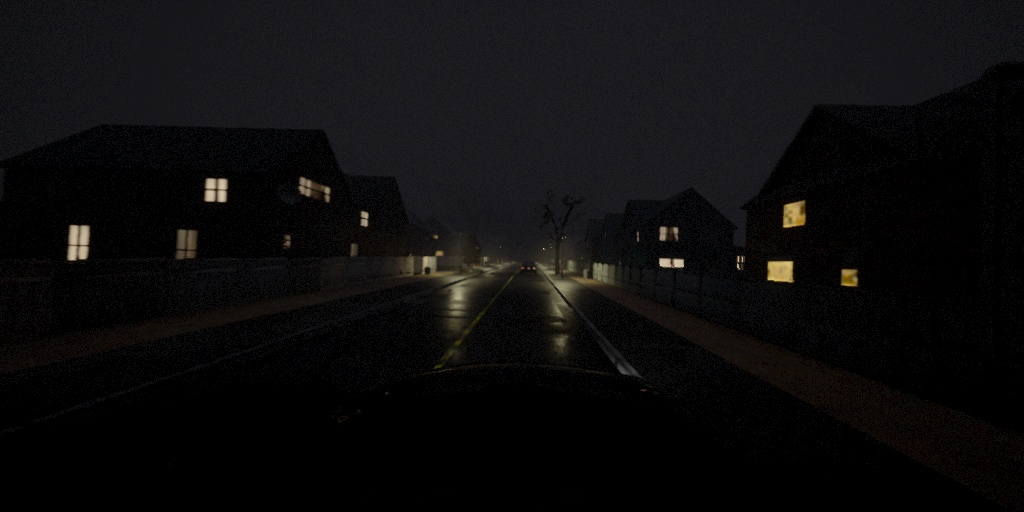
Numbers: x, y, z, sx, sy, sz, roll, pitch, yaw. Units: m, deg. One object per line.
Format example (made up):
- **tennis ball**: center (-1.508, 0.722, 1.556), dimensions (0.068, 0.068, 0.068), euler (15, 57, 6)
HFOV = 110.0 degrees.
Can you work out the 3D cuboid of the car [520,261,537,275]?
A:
- **car**: center (1.823, 1.325, 39.578), dimensions (2.033, 1.411, 5.357), euler (2, 0, 3)
